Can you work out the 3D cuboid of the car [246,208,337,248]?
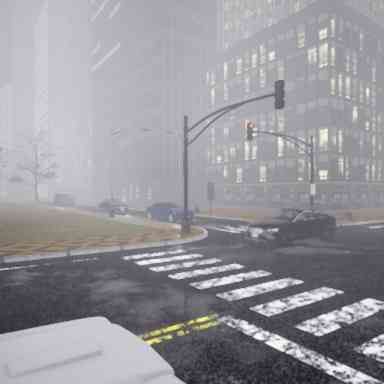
[{"bbox_3d":[4.543,1.490,14.916,4.902,1.511,2.128,0,0,-36],"label":"car"}]

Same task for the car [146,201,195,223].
[{"bbox_3d":[-1.756,1.475,25.815,1.882,1.535,5.008,0,0,-36],"label":"car"}]

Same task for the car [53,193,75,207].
[{"bbox_3d":[-19.944,1.219,51.698,2.150,2.045,5.566,0,0,-35],"label":"car"}]

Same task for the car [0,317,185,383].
[{"bbox_3d":[-2.246,1.601,1.841,4.718,1.301,1.895,0,0,-36],"label":"car"}]

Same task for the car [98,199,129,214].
[{"bbox_3d":[-8.333,1.489,35.124,2.128,1.511,4.902,0,0,-35],"label":"car"}]
